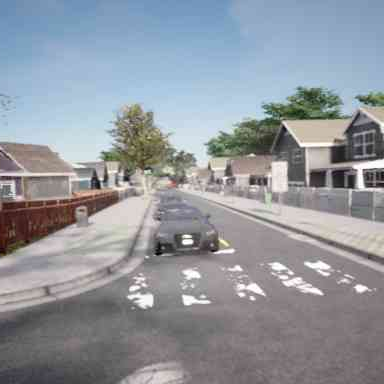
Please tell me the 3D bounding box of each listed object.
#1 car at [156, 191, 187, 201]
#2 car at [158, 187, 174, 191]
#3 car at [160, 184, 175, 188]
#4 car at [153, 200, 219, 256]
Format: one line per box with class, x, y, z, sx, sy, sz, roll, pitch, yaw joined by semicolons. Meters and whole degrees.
car;-1.448;0.865;22.465;1.837;1.490;4.892;-2;1;-6
car;-2.746;0.573;35.236;2.033;1.411;5.357;-2;2;-6
car;-4.207;-0.031;50.405;2.128;1.511;4.902;-2;2;-6
car;-0.333;1.211;11.627;1.994;1.385;4.181;-2;2;-6
